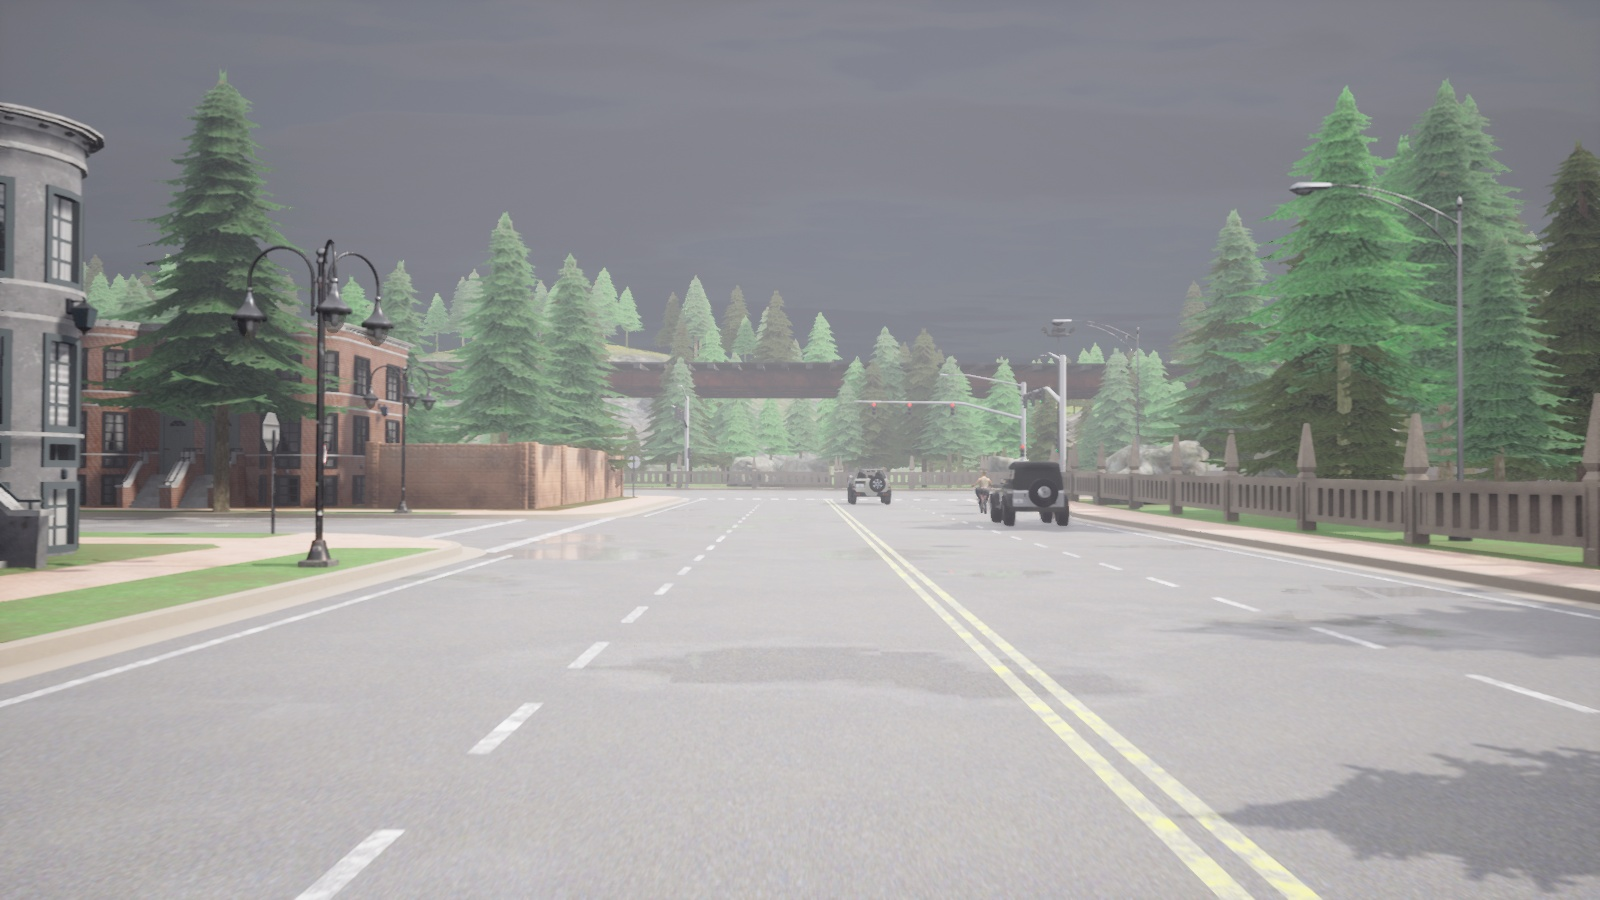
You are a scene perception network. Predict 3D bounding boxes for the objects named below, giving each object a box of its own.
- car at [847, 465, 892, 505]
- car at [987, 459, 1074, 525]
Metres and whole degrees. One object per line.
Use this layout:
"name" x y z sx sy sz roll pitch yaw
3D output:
"car" 3.351 1.668 61.066 1.932 1.855 4.605 0 -1 0
"car" 6.907 1.237 38.015 1.905 1.878 3.866 0 -1 0
